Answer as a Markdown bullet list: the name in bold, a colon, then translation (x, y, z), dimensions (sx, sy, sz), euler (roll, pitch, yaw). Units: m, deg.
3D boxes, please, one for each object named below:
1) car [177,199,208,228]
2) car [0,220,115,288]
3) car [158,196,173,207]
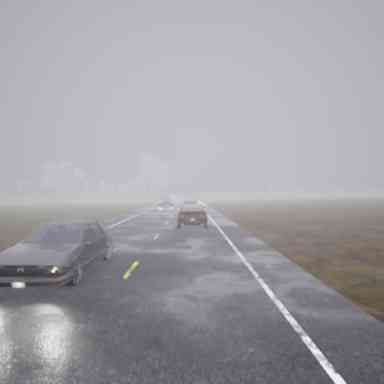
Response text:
- **car**: translation (0.011, 1.497, 22.247), dimensions (1.882, 1.535, 5.008), euler (0, 0, 0)
- **car**: translation (-3.617, 1.555, 9.589), dimensions (2.033, 1.411, 5.357), euler (0, 0, 0)
- **car**: translation (-4.033, 1.417, 51.748), dimensions (2.097, 1.767, 4.553), euler (0, 0, -1)
